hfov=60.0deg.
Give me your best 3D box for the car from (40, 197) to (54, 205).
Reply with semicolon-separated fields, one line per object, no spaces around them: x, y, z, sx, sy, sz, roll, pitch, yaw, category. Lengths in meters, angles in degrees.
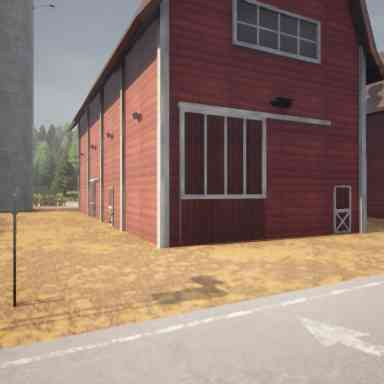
-22.394;1.407;51.544;1.994;1.381;4.181;0;0;-26;car
